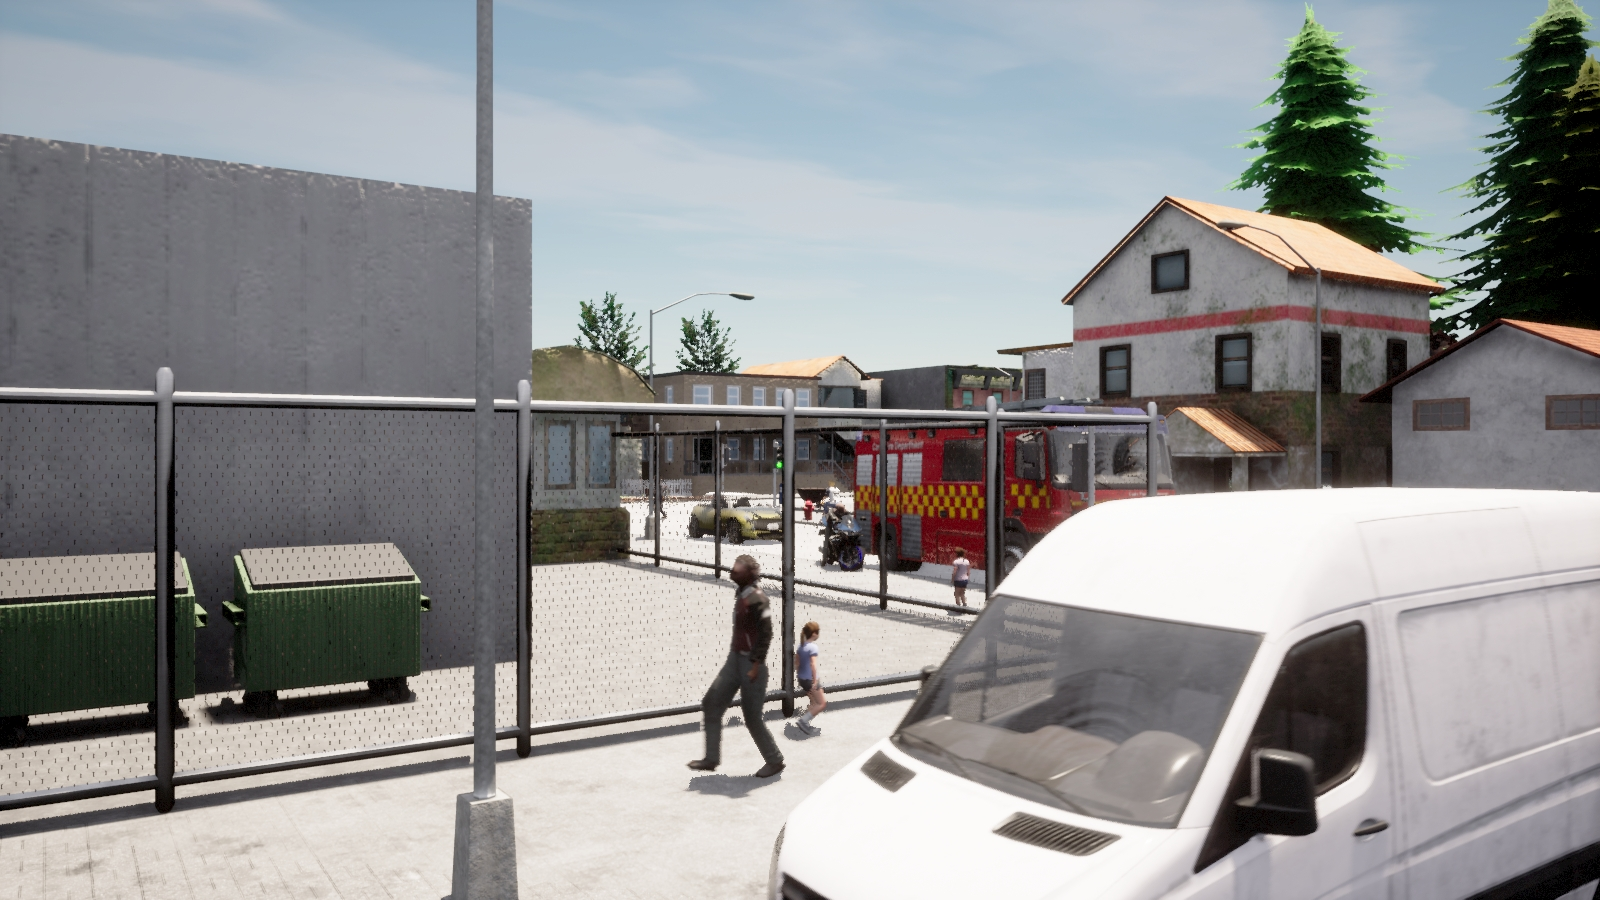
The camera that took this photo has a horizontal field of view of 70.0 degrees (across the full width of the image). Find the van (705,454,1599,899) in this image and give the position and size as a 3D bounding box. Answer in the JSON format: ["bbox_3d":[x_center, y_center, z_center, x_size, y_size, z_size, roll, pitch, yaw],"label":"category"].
[{"bbox_3d":[2.574,1.314,6.124,5.915,2.561,1.988,0,0,-33],"label":"van"}]

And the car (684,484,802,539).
[{"bbox_3d":[-1.815,1.845,35.216,1.970,1.475,3.806,0,0,-33],"label":"car"}]

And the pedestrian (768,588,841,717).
[{"bbox_3d":[0.039,1.896,10.812,0.500,1.100,0.500,0,0,-33],"label":"pedestrian"}]

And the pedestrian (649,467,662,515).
[{"bbox_3d":[-5.768,1.628,45.563,0.375,1.860,0.375,0,0,-29],"label":"pedestrian"}]

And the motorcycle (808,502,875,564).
[{"bbox_3d":[0.923,1.872,26.186,0.867,1.251,2.209,0,0,-17],"label":"motorcycle"}]

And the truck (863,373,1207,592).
[{"bbox_3d":[4.517,0.674,24.430,2.891,3.827,8.468,1,-2,-23],"label":"truck"}]

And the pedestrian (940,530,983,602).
[{"bbox_3d":[2.649,1.895,18.766,0.500,1.100,0.500,0,0,-31],"label":"pedestrian"}]

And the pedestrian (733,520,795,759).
[{"bbox_3d":[-0.296,1.517,9.310,0.375,1.860,0.375,0,0,-30],"label":"pedestrian"}]
